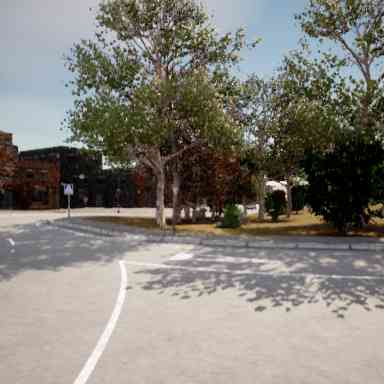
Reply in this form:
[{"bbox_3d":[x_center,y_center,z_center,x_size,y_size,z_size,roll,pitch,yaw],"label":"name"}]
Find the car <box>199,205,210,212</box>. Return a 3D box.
[{"bbox_3d":[3.885,4.686,93.762,2.435,2.045,5.566,0,-2,26],"label":"car"}]
